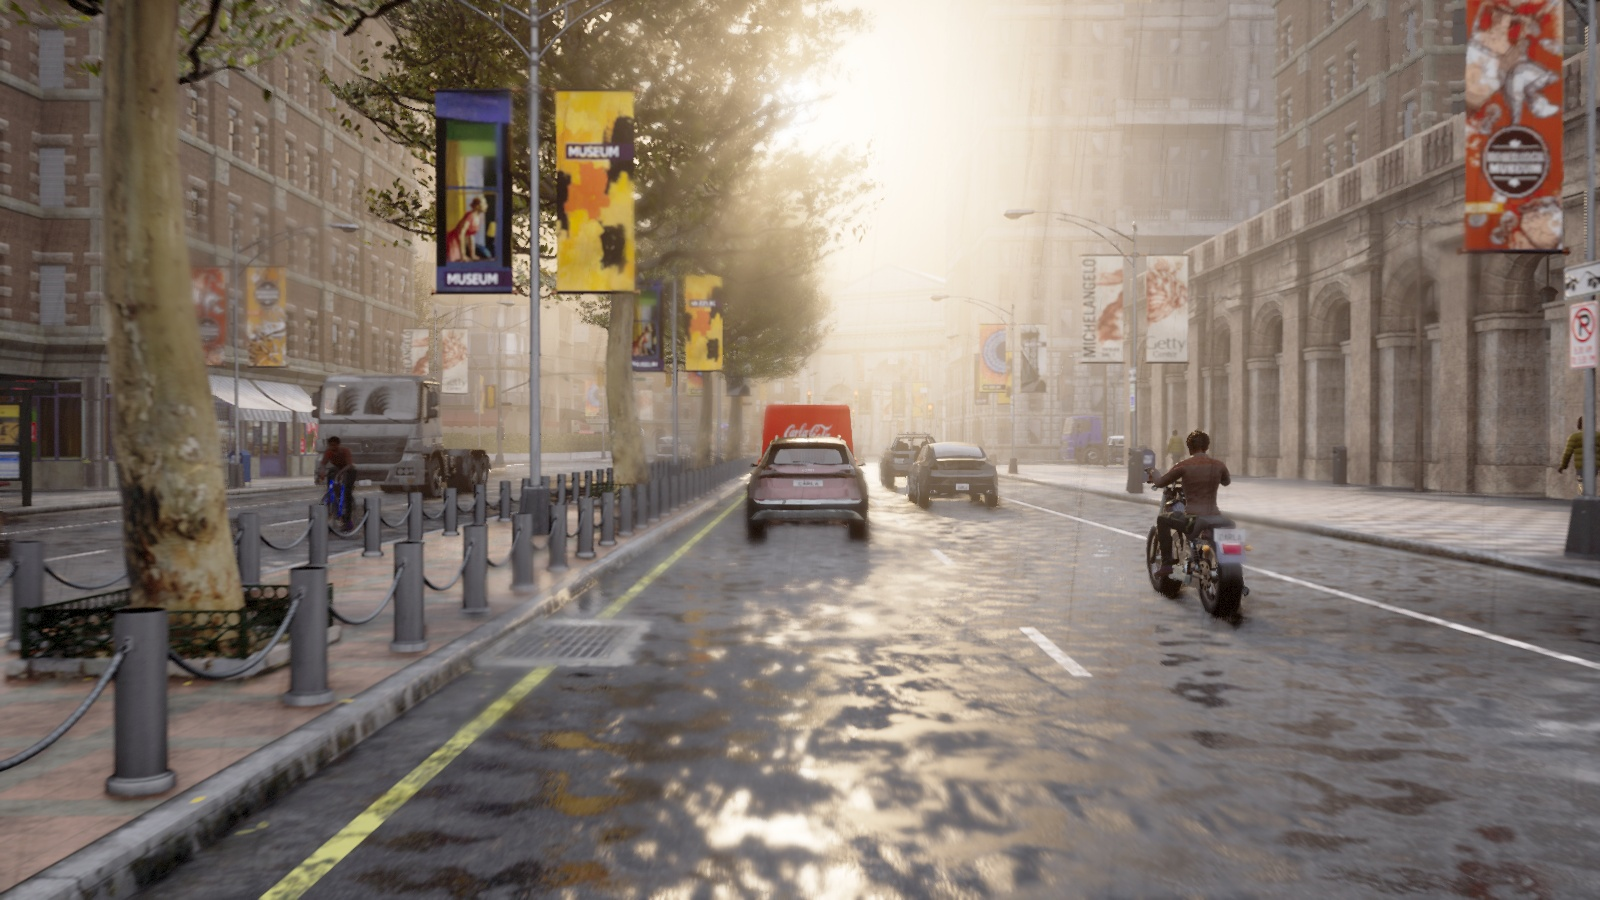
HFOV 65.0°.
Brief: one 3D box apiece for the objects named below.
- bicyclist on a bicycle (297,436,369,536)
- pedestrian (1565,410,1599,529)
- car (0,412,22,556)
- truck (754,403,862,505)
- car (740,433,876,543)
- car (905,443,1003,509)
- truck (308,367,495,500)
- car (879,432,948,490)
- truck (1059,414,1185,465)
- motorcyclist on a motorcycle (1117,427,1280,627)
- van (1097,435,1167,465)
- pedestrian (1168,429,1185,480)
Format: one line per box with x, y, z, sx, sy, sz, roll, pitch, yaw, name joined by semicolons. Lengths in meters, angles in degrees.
-7.864;0.573;21.215;0.582;1.620;1.656;0;1;0;bicyclist on a bicycle
12.506;0.301;19.874;0.370;1.835;0.726;0;0;1;pedestrian
-11.400;0.449;14.917;1.905;1.878;3.866;0;0;0;car
0.203;0.074;33.017;2.627;2.467;5.204;0;0;0;truck
0.136;0.557;21.207;2.033;1.649;4.856;0;0;0;car
3.691;0.580;30.866;1.837;1.490;4.892;0;0;0;car
-11.306;-0.451;36.575;2.891;3.462;7.936;0;0;0;truck
3.755;0.328;42.226;1.932;1.855;4.605;0;0;0;car
22.071;-0.705;86.320;7.936;3.462;2.891;0;0;0;truck
3.581;0.635;11.525;0.766;1.649;2.350;0;0;0;motorcyclist on a motorcycle
23.713;-0.014;89.822;4.480;2.038;2.069;0;0;0;van
13.825;0.154;46.104;0.431;1.840;0.709;0;0;0;pedestrian
